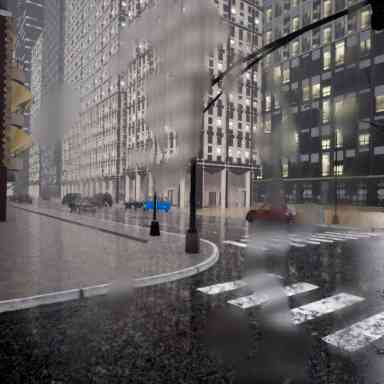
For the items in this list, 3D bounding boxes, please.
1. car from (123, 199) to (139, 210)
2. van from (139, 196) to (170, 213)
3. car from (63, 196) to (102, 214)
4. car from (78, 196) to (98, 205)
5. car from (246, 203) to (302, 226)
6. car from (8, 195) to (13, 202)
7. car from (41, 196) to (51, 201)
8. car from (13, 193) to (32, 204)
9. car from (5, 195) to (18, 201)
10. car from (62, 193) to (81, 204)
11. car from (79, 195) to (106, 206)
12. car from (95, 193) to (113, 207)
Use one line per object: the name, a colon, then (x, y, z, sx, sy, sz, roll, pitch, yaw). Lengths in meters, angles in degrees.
car: (-7.323, 1.584, 42.365, 2.008, 1.369, 4.403, 1, -1, -35)
van: (-4.048, 1.382, 37.762, 1.690, 1.788, 3.998, 1, -1, -35)
car: (-10.882, 1.427, 32.907, 2.008, 1.369, 4.403, 1, -1, -35)
car: (-18.483, 1.525, 58.859, 1.837, 1.490, 4.892, 1, -1, -35)
car: (5.765, 1.505, 23.947, 1.967, 1.590, 4.097, 1, -1, -35)
car: (-37.055, 1.397, 69.745, 1.947, 1.339, 4.313, 1, -1, -35)
car: (-36.768, 1.570, 83.807, 1.802, 1.307, 4.206, 1, -1, -35)
car: (-30.508, 1.155, 60.538, 2.192, 1.841, 5.009, 1, -1, -35)
car: (-40.326, 1.378, 74.350, 2.008, 1.369, 4.403, 1, -1, -35)
car: (-20.028, 1.182, 55.613, 2.150, 2.045, 5.566, 1, -1, -35)
car: (-14.565, 1.535, 48.010, 1.994, 1.385, 4.181, 1, -1, -37)
car: (-14.473, 1.255, 53.157, 2.150, 2.045, 5.566, 1, -1, -35)
